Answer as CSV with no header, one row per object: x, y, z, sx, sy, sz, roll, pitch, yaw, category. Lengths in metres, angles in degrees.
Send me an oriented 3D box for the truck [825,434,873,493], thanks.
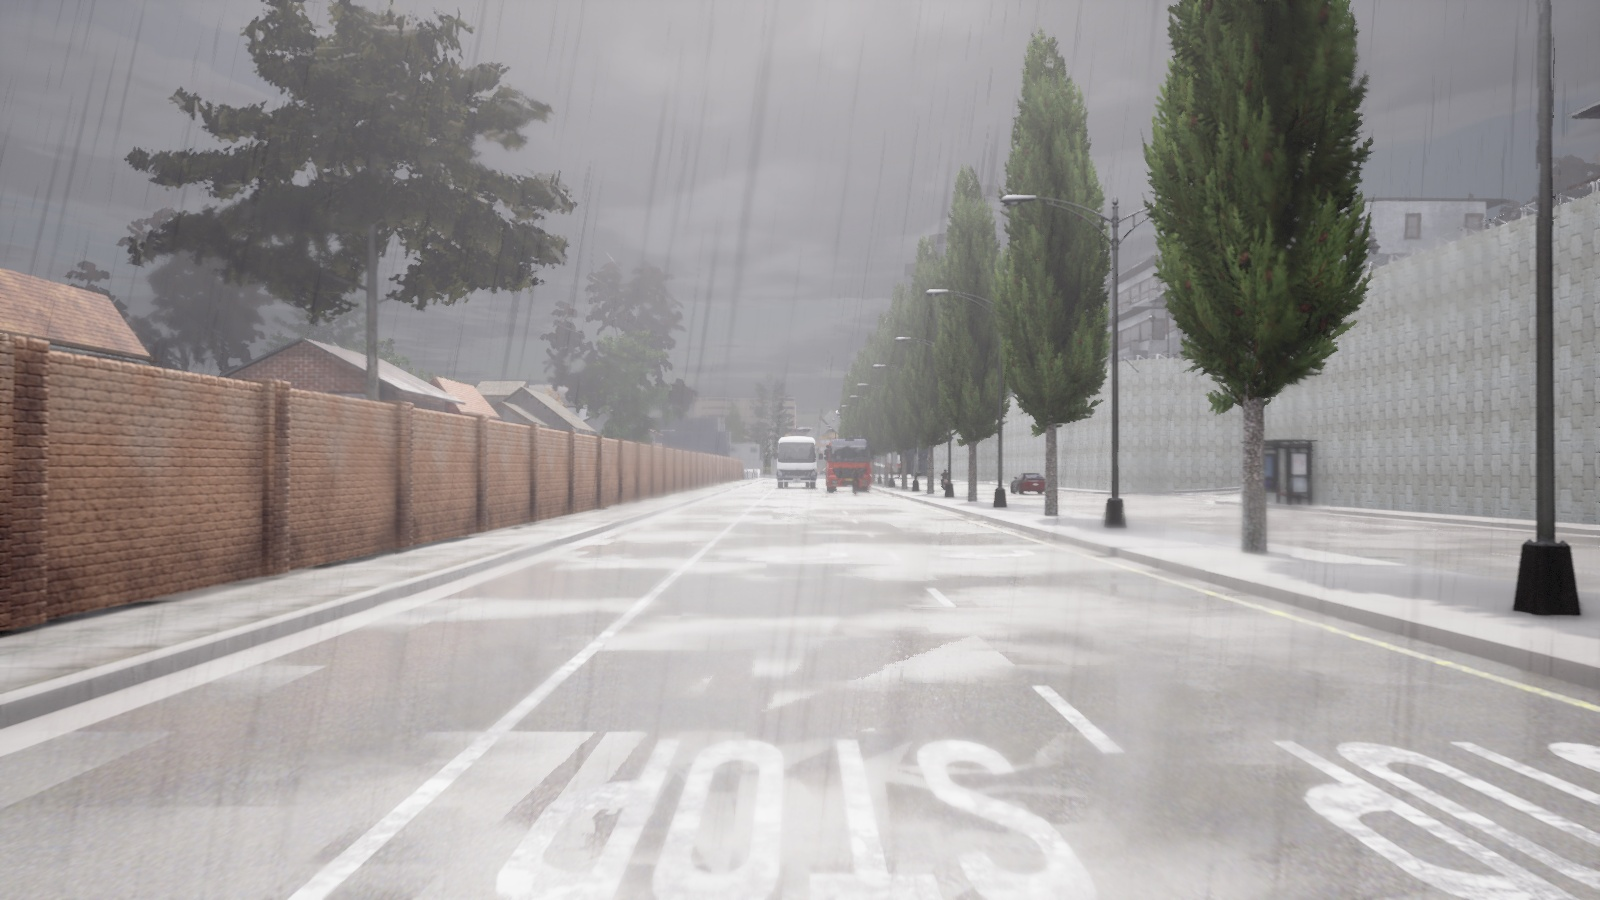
3.290,0.941,86.019,2.891,3.827,8.468,0,-1,0,truck

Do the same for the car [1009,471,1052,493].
14.806,2.043,80.932,1.994,1.385,4.181,0,-1,0,car
